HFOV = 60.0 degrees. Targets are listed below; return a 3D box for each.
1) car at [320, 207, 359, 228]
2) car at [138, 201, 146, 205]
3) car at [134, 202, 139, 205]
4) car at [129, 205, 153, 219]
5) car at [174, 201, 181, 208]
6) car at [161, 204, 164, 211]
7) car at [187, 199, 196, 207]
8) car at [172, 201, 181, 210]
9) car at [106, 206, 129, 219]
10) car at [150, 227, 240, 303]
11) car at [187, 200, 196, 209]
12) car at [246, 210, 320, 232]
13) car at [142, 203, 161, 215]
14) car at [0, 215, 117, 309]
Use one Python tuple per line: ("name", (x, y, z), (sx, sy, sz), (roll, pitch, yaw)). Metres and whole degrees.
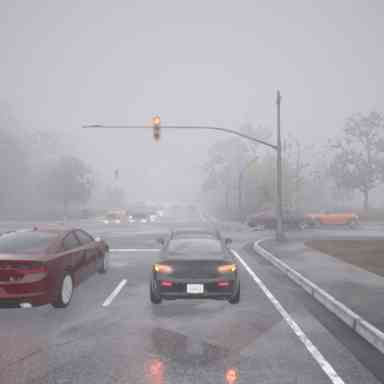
("car", (11.757, 2.157, 28.653), (4.553, 1.767, 2.097), (0, -2, -2))
("car", (-10.626, 3.016, 68.692), (2.150, 2.045, 5.566), (0, 0, 0))
("car", (-10.687, 3.092, 55.887), (2.097, 1.767, 4.553), (0, -1, 0))
("car", (-7.173, 3.024, 47.163), (1.882, 1.535, 5.008), (0, -2, 1))
("car", (-3.761, 3.206, 86.877), (1.812, 1.442, 4.674), (0, 0, -4))
("car", (-7.133, 3.295, 72.605), (2.128, 1.511, 4.902), (0, 0, 0))
("car", (-0.252, 2.873, 87.001), (2.097, 1.767, 4.553), (0, 0, -4))
("car", (-3.641, 3.338, 76.965), (1.895, 1.301, 4.718), (0, 0, 0))
("car", (-10.684, 3.020, 47.027), (1.882, 1.535, 5.008), (0, -2, 0))
("car", (0.065, 1.604, 8.255), (1.812, 1.442, 4.674), (0, -1, 0))
("car", (-0.142, 3.286, 77.267), (1.994, 1.385, 4.181), (0, 0, 0))
("car", (6.577, 2.119, 24.891), (5.008, 1.535, 1.882), (0, -2, 7))
("car", (-7.186, 3.263, 58.553), (2.128, 1.511, 4.902), (0, 0, 0))
("car", (-3.432, 1.554, 8.110), (1.882, 1.535, 5.008), (0, -1, 0))
